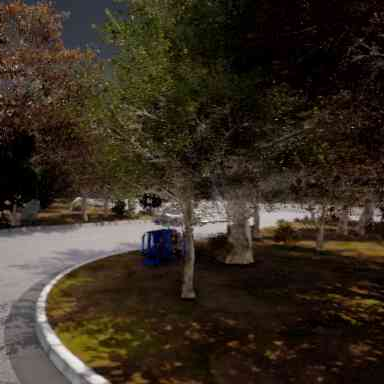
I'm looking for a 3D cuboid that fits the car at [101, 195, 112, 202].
[{"bbox_3d":[-13.512,1.189,53.572,1.837,1.490,4.892,2,0,-13],"label":"car"}]

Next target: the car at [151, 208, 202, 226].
[{"bbox_3d":[-1.197,1.997,27.352,1.895,1.301,4.718,3,0,34],"label":"car"}]
